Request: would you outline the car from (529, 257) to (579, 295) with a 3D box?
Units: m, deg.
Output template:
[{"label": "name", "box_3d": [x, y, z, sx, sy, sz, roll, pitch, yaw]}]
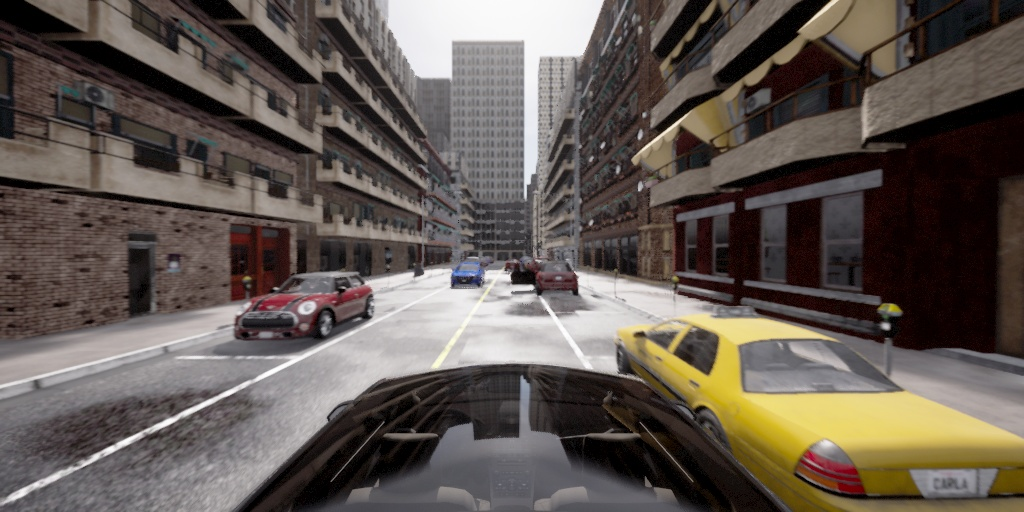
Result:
[{"label": "car", "box_3d": [2.259, 1.082, 19.531, 2.097, 1.767, 4.553, 0, 0, 0]}]

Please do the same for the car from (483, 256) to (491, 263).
[{"label": "car", "box_3d": [-5.332, 1.110, 65.240, 1.967, 1.591, 4.097, 0, 0, 0]}]

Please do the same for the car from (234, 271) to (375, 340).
[{"label": "car", "box_3d": [-5.318, 1.180, 9.748, 1.967, 1.591, 4.097, 0, 0, 0]}]

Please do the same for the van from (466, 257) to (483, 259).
[{"label": "van", "box_3d": [-5.328, 1.034, 48.593, 1.690, 1.789, 3.998, 0, 0, 0]}]

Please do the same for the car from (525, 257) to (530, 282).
[{"label": "car", "box_3d": [2.557, 1.029, 31.967, 2.192, 1.841, 5.009, 0, 0, 0]}]

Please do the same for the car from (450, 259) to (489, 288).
[{"label": "car", "box_3d": [-2.853, 1.202, 23.894, 1.882, 1.535, 5.008, 0, 0, 0]}]

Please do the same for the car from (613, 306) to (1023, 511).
[{"label": "car", "box_3d": [2.564, 1.273, 4.392, 1.751, 1.417, 4.829, 0, 0, 0]}]

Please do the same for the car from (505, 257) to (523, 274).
[{"label": "car", "box_3d": [0.056, 1.173, 47.387, 1.882, 1.535, 5.008, 0, 0, 0]}]
